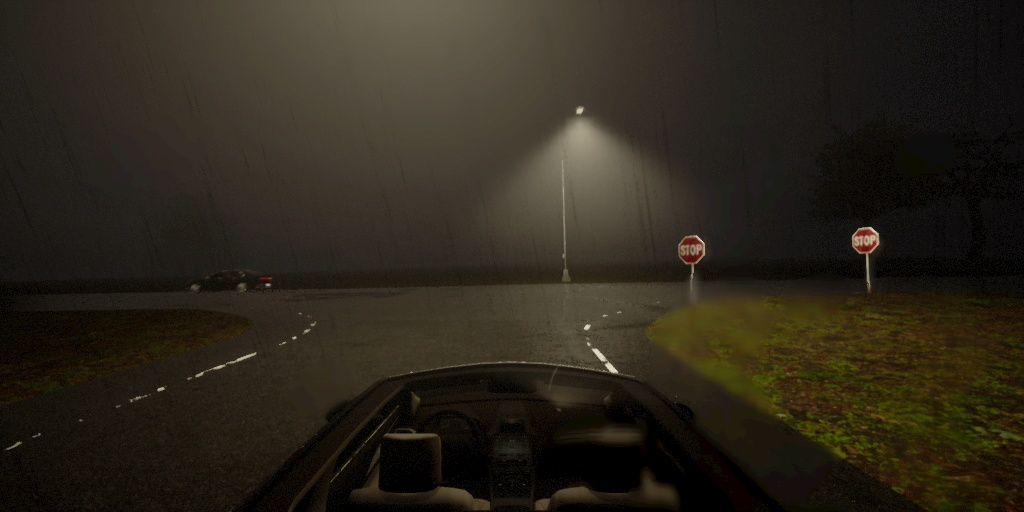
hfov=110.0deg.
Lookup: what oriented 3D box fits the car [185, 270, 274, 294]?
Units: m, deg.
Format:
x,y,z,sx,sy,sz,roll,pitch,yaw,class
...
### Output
x,y,z,sx,sy,sz,roll,pitch,yaw,class
-17.975,1.637,22.891,4.892,1.490,1.837,-1,-2,0,car
